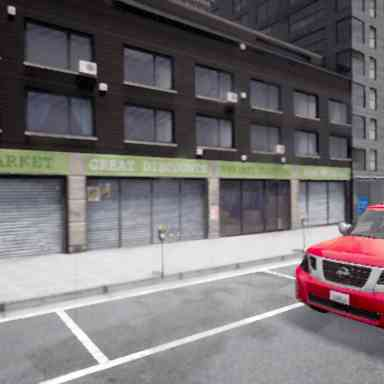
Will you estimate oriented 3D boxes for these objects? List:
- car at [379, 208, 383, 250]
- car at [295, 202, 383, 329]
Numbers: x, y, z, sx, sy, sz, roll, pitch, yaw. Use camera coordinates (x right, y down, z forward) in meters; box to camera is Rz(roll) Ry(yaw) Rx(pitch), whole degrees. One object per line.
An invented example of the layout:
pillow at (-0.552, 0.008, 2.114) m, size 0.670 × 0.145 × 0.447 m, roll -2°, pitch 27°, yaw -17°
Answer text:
car at (9.524, 1.432, 13.335) m, size 4.097 × 1.590 × 1.967 m, roll 0°, pitch -1°, yaw -35°
car at (4.462, 1.218, 6.535) m, size 5.566 × 2.045 × 2.150 m, roll 0°, pitch 0°, yaw -35°
